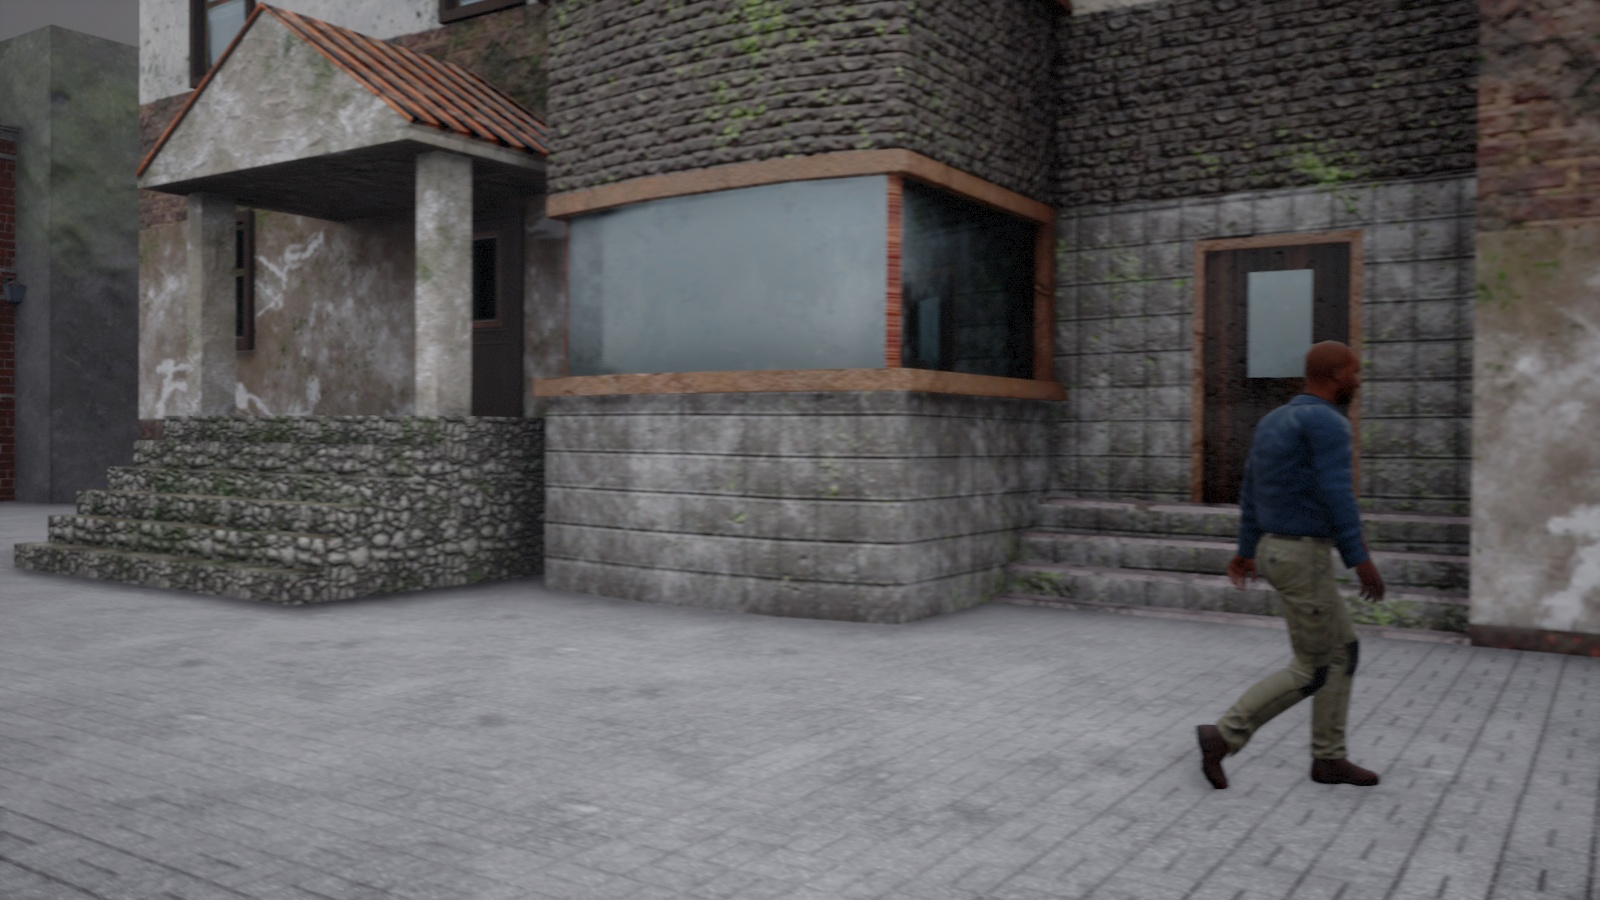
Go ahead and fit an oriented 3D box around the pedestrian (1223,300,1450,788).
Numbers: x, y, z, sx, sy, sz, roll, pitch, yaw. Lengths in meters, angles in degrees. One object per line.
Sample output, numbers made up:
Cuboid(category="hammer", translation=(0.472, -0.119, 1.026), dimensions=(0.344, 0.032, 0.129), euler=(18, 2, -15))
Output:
Cuboid(category="pedestrian", translation=(2.079, 0.355, 4.909), dimensions=(0.726, 1.835, 0.370), euler=(0, 1, 2))
